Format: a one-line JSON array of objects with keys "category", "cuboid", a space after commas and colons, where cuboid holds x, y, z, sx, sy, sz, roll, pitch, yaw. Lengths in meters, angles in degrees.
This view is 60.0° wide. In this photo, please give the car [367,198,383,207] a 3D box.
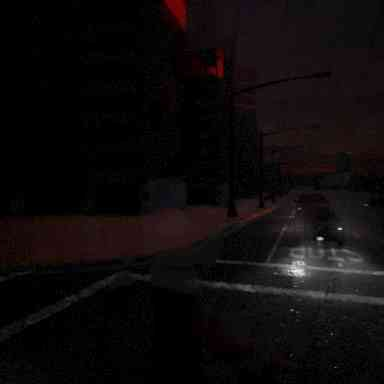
[{"category": "car", "cuboid": [30.026, 1.619, 54.324, 1.994, 1.385, 4.181, 0, 1, 18]}]

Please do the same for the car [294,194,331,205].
[{"category": "car", "cuboid": [8.671, 1.131, 24.061, 2.150, 2.045, 5.566, 0, 0, 18]}]

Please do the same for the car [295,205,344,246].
[{"category": "car", "cuboid": [5.605, 1.479, 14.860, 1.895, 1.301, 4.718, 0, 0, 19]}]
